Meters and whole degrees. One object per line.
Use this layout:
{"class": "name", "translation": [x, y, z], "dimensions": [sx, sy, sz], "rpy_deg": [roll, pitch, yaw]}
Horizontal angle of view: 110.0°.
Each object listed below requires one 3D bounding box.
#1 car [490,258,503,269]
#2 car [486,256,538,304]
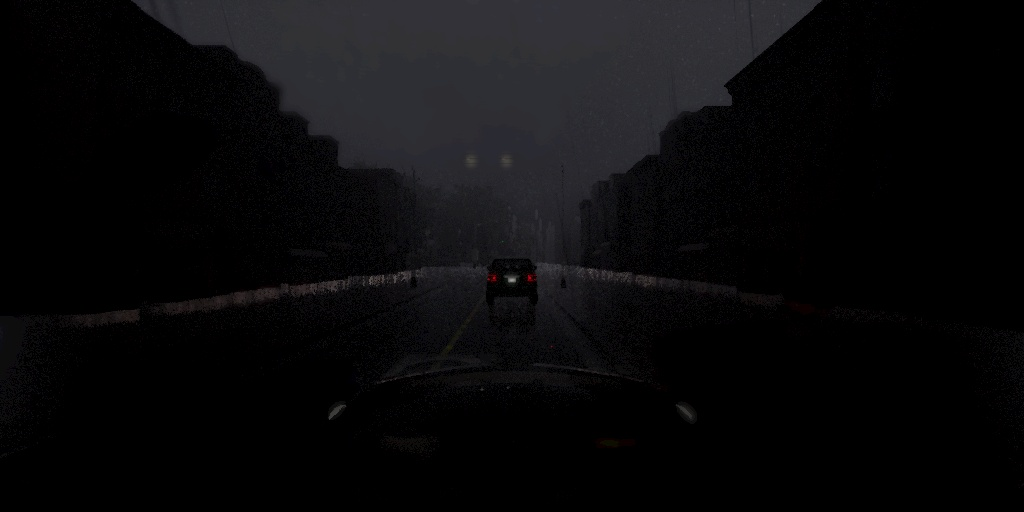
{"class": "car", "translation": [-2.750, 1.299, 64.489], "dimensions": [2.150, 2.045, 5.566], "rpy_deg": [0, 0, 0]}
{"class": "car", "translation": [0.000, 1.032, 16.537], "dimensions": [2.150, 2.045, 5.566], "rpy_deg": [0, 0, 0]}
